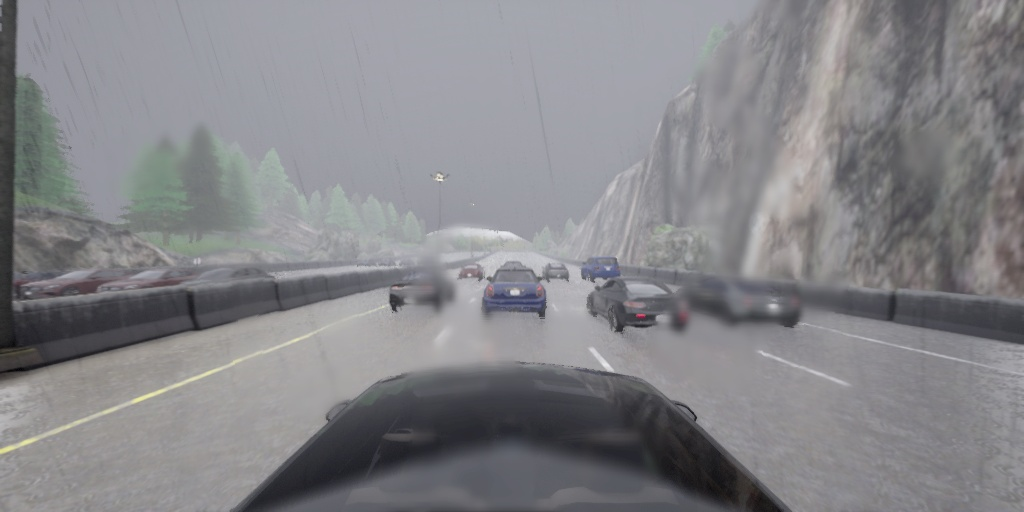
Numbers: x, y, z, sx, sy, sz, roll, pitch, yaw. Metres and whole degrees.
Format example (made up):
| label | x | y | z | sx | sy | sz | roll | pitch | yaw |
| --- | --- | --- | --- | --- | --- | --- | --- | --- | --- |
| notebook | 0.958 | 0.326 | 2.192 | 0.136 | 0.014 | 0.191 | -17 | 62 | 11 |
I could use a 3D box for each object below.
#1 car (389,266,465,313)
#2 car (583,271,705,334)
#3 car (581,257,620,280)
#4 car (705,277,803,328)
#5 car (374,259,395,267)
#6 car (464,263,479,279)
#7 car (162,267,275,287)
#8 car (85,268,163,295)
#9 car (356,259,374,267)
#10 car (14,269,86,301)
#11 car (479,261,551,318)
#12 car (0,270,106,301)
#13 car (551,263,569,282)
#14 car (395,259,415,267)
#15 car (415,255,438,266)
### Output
| label | x | y | z | sx | sy | sz | roll | pitch | yaw |
| --- | --- | --- | --- | --- | --- | --- | --- | --- | --- |
| car | -3.404 | 1.316 | 14.435 | 2.128 | 1.511 | 4.902 | 0 | 0 | 0 |
| car | 3.595 | 1.335 | 10.807 | 1.812 | 1.442 | 4.674 | 0 | 0 | 0 |
| car | 7.093 | 1.058 | 29.121 | 2.150 | 2.045 | 5.566 | 0 | 0 | 0 |
| car | 7.095 | 1.377 | 11.724 | 1.994 | 1.385 | 4.181 | 0 | 0 | 0 |
| car | -21.047 | 1.165 | 60.422 | 1.994 | 1.385 | 4.181 | 0 | 1 | 1 |
| car | -3.408 | 1.359 | 31.049 | 1.812 | 1.442 | 4.674 | 0 | 0 | 0 |
| car | -14.103 | 1.340 | 17.954 | 1.837 | 1.490 | 4.892 | 0 | 0 | 0 |
| car | -17.603 | 1.361 | 17.970 | 1.812 | 1.442 | 4.674 | 0 | 0 | 0 |
| car | -24.542 | 1.165 | 60.413 | 1.994 | 1.385 | 4.181 | 0 | 1 | 1 |
| car | -21.102 | 1.361 | 17.964 | 1.812 | 1.442 | 4.674 | 0 | 0 | 0 |
| car | 0.096 | 1.172 | 13.398 | 2.097 | 1.767 | 4.553 | 0 | 0 | 0 |
| car | -24.603 | 1.437 | 18.508 | 1.895 | 1.301 | 4.718 | 0 | 0 | 0 |
| car | 3.592 | 1.327 | 29.987 | 2.128 | 1.511 | 4.902 | 0 | 0 | 0 |
| car | -17.556 | 1.165 | 60.438 | 1.994 | 1.385 | 4.181 | 0 | 1 | 1 |
| car | -14.054 | 0.825 | 60.352 | 2.150 | 2.045 | 5.566 | 0 | 1 | 1 |
